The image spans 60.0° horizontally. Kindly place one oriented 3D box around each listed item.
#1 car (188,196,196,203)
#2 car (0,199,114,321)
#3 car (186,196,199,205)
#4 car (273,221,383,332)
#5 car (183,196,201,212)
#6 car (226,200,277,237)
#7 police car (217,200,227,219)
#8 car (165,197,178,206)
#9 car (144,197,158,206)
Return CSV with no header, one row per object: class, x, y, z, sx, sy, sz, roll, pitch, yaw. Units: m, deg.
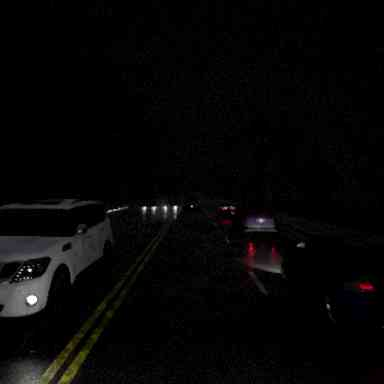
car,-0.005,1.572,73.987,1.837,1.490,4.892,0,0,0
car,-3.351,1.206,7.606,2.150,2.045,5.566,0,0,0
car,0.093,1.509,58.783,2.128,1.511,4.902,0,0,0
car,3.249,1.550,6.898,1.994,1.385,4.181,0,0,0
car,-0.017,1.533,37.994,1.994,1.385,4.181,0,0,0
car,3.248,1.400,17.898,2.033,1.649,4.856,0,0,0
police car,3.248,1.468,28.900,2.038,1.542,4.974,0,0,0
car,-3.254,1.542,53.227,1.837,1.490,4.892,0,0,0
car,-6.504,1.573,53.230,1.812,1.442,4.674,0,0,0
